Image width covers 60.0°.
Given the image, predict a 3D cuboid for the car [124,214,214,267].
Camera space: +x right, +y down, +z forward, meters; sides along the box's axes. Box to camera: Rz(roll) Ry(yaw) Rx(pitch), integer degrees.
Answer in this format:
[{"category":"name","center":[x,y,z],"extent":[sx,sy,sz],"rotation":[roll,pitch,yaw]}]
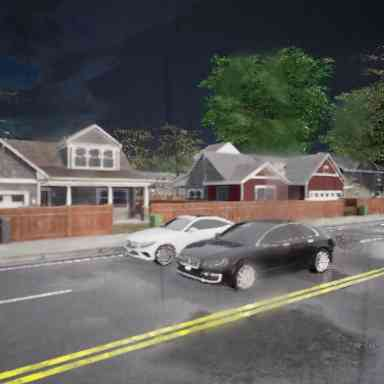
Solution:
[{"category":"car","center":[-0.036,1.525,11.601],"extent":[4.674,1.442,1.812],"rotation":[0,0,-35]}]

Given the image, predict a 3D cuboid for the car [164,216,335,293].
[{"category":"car","center":[1.895,1.507,8.990],"extent":[4.892,1.490,1.837],"rotation":[1,0,-35]}]
